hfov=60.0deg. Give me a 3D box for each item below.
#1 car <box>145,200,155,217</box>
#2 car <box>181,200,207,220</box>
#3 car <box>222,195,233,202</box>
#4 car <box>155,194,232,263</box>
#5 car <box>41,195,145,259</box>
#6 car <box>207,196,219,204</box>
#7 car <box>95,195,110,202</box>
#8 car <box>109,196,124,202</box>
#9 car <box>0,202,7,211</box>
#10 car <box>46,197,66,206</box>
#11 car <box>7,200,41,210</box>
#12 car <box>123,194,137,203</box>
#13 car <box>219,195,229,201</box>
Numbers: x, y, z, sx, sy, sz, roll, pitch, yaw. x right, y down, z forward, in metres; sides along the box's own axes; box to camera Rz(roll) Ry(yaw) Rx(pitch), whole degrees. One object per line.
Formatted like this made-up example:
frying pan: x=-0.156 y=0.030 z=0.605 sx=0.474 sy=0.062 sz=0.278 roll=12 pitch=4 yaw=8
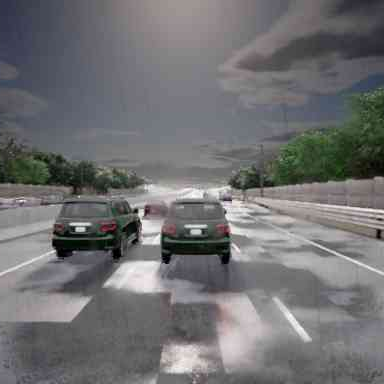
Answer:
car: x=-3.284 y=1.490 z=31.076 sx=1.882 sy=1.535 sz=5.008 roll=0 pitch=0 yaw=0
car: x=0.205 y=1.504 z=29.537 sx=2.128 sy=1.511 sz=4.902 roll=0 pitch=0 yaw=0
car: x=7.451 y=1.387 z=70.710 sx=1.882 sy=1.535 sz=5.008 roll=0 pitch=0 yaw=2
car: x=0.123 y=1.226 z=12.135 sx=2.150 sy=2.045 sz=5.566 roll=0 pitch=0 yaw=0
car: x=-3.376 y=1.225 z=12.771 sx=2.150 sy=2.045 sz=5.566 roll=0 pitch=0 yaw=0
car: x=3.917 y=1.520 z=62.130 sx=2.033 sy=1.411 sz=5.357 roll=0 pitch=0 yaw=1
car: x=-20.378 y=1.522 z=76.075 sx=1.882 sy=1.535 sz=5.008 roll=0 pitch=0 yaw=1
car: x=-16.906 y=1.530 z=74.345 sx=2.033 sy=1.411 sz=5.357 roll=0 pitch=0 yaw=1
car: x=-17.465 y=1.576 z=32.918 sx=1.994 sy=1.385 sz=4.181 roll=0 pitch=0 yaw=1
car: x=-23.507 y=1.595 z=57.742 sx=1.994 sy=1.385 sz=4.181 roll=0 pitch=0 yaw=-2
car: x=-13.990 y=1.515 z=29.680 sx=1.837 sy=1.490 sz=4.892 roll=0 pitch=0 yaw=0
car: x=-13.440 y=1.398 z=72.089 sx=2.097 sy=1.767 sz=4.553 roll=0 pitch=0 yaw=1
car: x=7.712 y=1.493 z=81.397 sx=2.033 sy=1.411 sz=5.357 roll=0 pitch=0 yaw=1
